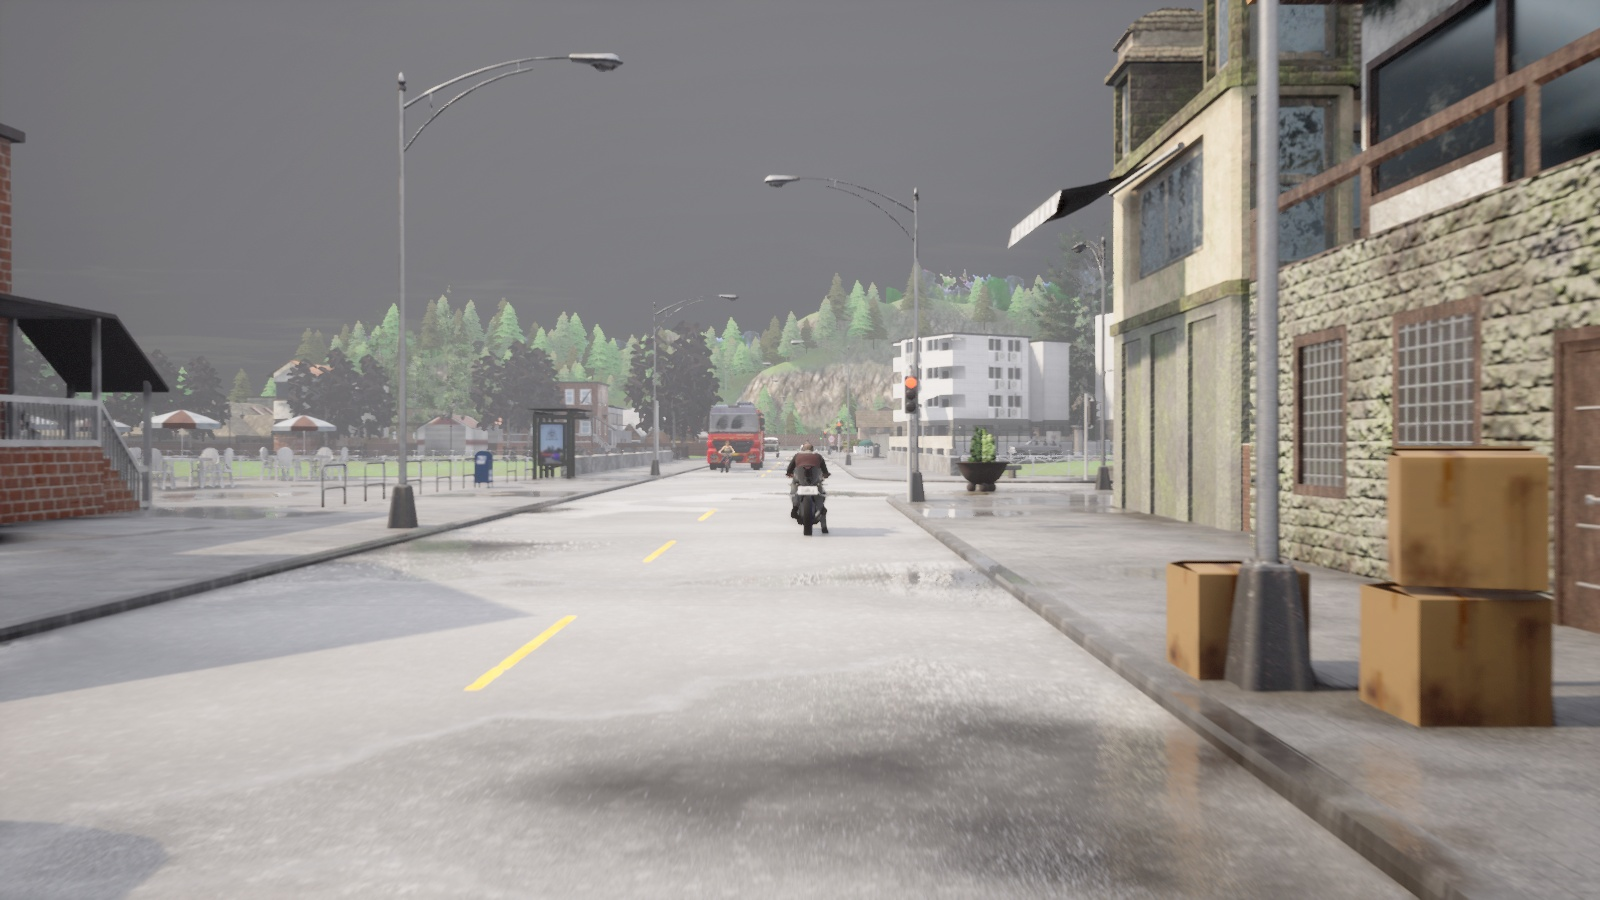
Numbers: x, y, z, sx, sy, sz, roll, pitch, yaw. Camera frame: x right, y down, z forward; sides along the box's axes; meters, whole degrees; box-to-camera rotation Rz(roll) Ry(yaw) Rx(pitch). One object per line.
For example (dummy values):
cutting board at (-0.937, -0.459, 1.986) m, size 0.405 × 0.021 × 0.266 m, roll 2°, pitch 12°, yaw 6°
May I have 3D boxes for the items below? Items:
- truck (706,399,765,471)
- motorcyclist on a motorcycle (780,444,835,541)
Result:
truck at (-3.577, -0.824, 71.523) m, size 2.891 × 3.827 × 8.468 m, roll 0°, pitch 0°, yaw 0°
motorcyclist on a motorcycle at (0.135, 0.664, 20.922) m, size 0.866 × 1.530 × 2.191 m, roll 0°, pitch 0°, yaw 1°
